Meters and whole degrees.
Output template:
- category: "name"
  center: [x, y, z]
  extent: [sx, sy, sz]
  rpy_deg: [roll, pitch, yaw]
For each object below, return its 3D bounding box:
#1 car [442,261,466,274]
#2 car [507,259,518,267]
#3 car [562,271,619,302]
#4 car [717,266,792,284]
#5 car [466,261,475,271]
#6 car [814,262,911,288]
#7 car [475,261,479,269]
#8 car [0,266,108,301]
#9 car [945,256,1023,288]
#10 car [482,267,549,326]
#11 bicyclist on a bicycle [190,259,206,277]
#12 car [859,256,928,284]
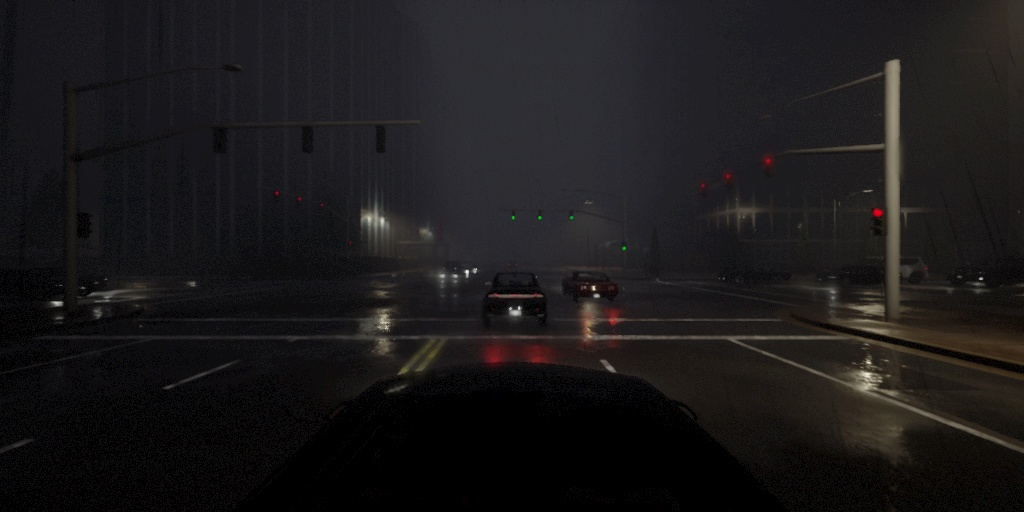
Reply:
- category: "car"
  center: [-7.087, 1.366, 43.002]
  extent: [1.837, 1.490, 4.892]
  rpy_deg: [0, 0, 0]
- category: "car"
  center: [0.110, 1.457, 61.066]
  extent: [2.033, 1.411, 5.357]
  rpy_deg: [0, 0, 0]
- category: "car"
  center: [3.597, 1.393, 17.408]
  extent: [1.895, 1.301, 4.718]
  rpy_deg: [0, 0, 0]
- category: "car"
  center: [18.519, 1.421, 27.587]
  extent: [4.718, 1.301, 1.895]
  rpy_deg: [0, 0, 1]
- category: "car"
  center: [-7.066, 1.414, 53.086]
  extent: [1.812, 1.442, 4.674]
  rpy_deg: [0, 0, 0]
- category: "car"
  center: [23.076, 1.315, 24.019]
  extent: [4.892, 1.490, 1.837]
  rpy_deg: [0, 0, 1]
- category: "car"
  center: [-6.996, 1.517, 63.297]
  extent: [1.895, 1.301, 4.718]
  rpy_deg: [0, 0, 0]
- category: "car"
  center: [-23.065, 1.297, 17.286]
  extent: [4.892, 1.490, 1.837]
  rpy_deg: [0, 0, 1]
- category: "car"
  center: [32.650, 1.031, 23.920]
  extent: [5.566, 2.045, 2.150]
  rpy_deg: [0, 0, 1]
- category: "car"
  center: [0.097, 1.269, 11.740]
  extent: [2.128, 1.511, 4.902]
  rpy_deg: [0, 0, 0]
- category: "bicyclist on a bicycle"
  center: [-28.771, 1.135, 32.827]
  extent: [0.582, 1.620, 1.656]
  rpy_deg: [0, 0, 1]
- category: "car"
  center: [28.260, 1.041, 27.468]
  extent: [5.566, 2.045, 2.150]
  rpy_deg: [0, 0, 1]
